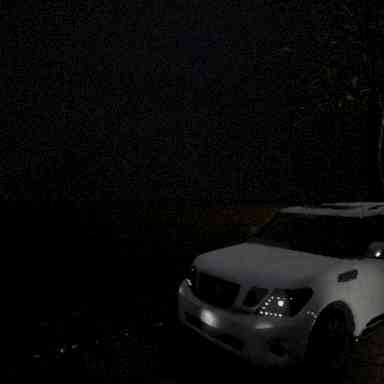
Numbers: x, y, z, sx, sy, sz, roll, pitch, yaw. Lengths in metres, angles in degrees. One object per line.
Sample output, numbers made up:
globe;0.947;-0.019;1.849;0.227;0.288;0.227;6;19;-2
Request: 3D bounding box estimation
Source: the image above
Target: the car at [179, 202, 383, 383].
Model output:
car;2.463;1.219;5.735;5.566;2.045;2.150;0;0;-35
